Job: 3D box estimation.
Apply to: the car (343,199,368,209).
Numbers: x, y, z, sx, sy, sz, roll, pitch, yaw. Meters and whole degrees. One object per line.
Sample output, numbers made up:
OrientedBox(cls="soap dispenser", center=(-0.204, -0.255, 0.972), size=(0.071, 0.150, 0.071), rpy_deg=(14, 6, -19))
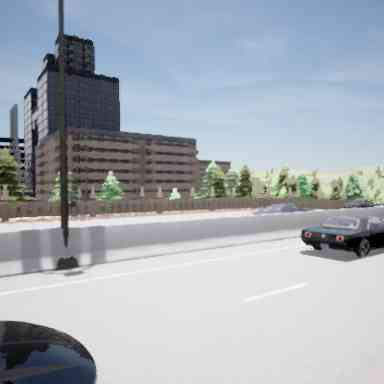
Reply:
OrientedBox(cls="car", center=(20.100, 1.616, 39.815), size=(4.892, 1.490, 1.837), rpy_deg=(4, -2, -35))

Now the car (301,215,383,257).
OrientedBox(cls="car", center=(6.300, 1.526, 12.545), size=(4.718, 1.301, 1.895), rpy_deg=(0, 0, -36))

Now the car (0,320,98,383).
OrientedBox(cls="car", center=(-2.977, 1.488, 1.639), size=(5.008, 1.535, 1.882), rpy_deg=(0, 0, -35))

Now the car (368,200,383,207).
OrientedBox(cls="car", center=(22.201, 1.607, 37.017), size=(4.902, 1.511, 2.128), rpy_deg=(3, -2, -35))

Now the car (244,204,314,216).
OrientedBox(cls="car", center=(5.585, 1.448, 20.880), size=(5.357, 1.411, 2.033), rpy_deg=(0, 0, -36))
